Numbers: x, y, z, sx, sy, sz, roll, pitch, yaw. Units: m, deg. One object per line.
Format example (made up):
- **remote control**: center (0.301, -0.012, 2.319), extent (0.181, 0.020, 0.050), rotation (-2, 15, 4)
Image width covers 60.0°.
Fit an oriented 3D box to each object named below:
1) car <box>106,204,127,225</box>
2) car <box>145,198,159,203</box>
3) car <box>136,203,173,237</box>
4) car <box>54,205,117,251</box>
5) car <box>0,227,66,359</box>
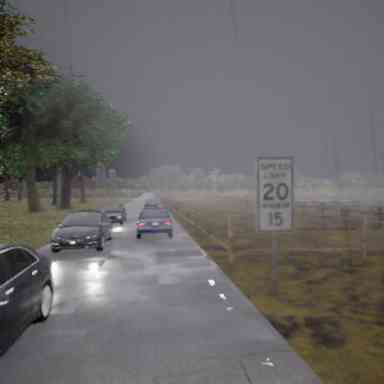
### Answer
- **car**: center (-5.801, 1.592, 24.496), extent (2.033, 1.411, 5.357), rotation (-1, 0, -7)
- **car**: center (-5.645, 1.555, 46.944), extent (1.994, 1.385, 4.181), rotation (-1, 0, -7)
- **car**: center (-2.037, 1.553, 18.059), extent (2.033, 1.411, 5.357), rotation (-1, 0, -7)
- **car**: center (-4.524, 1.550, 14.214), extent (1.837, 1.490, 4.892), rotation (-1, 0, -7)
- **car**: center (-3.297, 1.544, 4.394), extent (1.837, 1.490, 4.892), rotation (-1, 0, -7)
